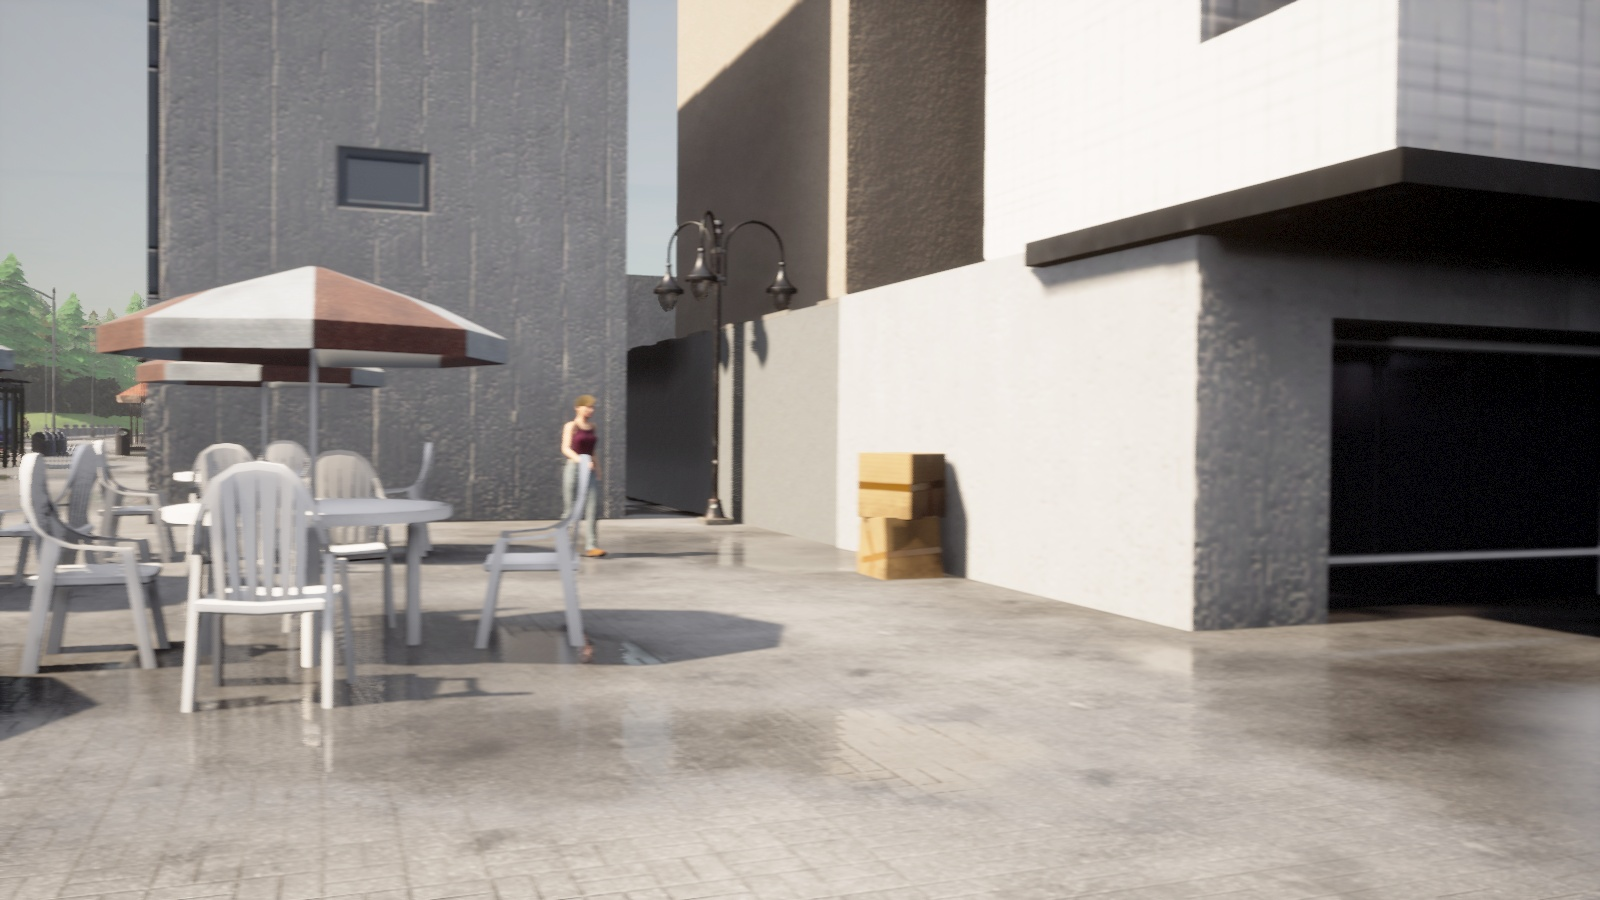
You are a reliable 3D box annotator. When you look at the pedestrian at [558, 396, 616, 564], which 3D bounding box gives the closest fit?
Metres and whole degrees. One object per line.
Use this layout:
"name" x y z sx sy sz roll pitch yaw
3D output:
"pedestrian" -2.376 0.326 14.016 0.345 1.836 0.594 -1 1 -43
